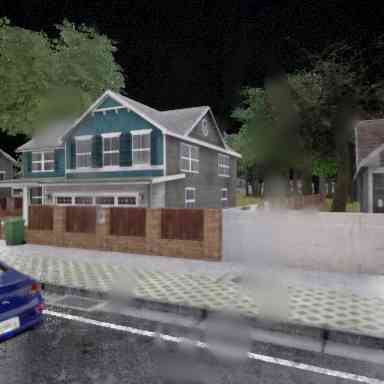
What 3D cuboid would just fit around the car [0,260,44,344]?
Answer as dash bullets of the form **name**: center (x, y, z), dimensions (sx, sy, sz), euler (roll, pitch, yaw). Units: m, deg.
- **car**: center (-4.413, 1.527, 5.198), dimensions (4.674, 1.442, 1.812), euler (0, 0, 25)
